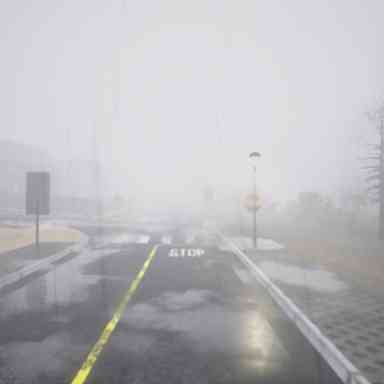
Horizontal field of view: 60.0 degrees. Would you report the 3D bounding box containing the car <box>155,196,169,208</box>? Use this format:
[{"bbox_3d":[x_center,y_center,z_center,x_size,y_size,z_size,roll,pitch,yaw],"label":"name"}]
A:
[{"bbox_3d":[-5.570,1.860,61.926,2.150,2.045,5.566,0,0,-3],"label":"car"}]
